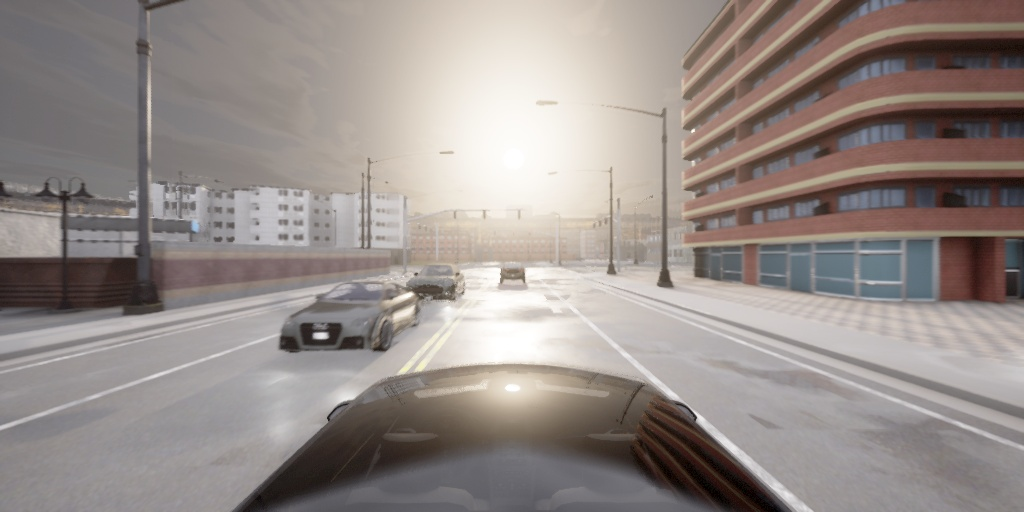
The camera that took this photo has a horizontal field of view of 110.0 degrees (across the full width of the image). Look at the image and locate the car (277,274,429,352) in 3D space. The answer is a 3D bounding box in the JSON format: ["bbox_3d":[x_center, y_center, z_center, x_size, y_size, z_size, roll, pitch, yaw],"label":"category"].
[{"bbox_3d":[-3.596,1.309,8.732,1.994,1.385,4.181,0,0,0],"label":"car"}]

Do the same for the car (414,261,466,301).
[{"bbox_3d":[-3.499,1.138,17.198,2.097,1.767,4.553,0,0,0],"label":"car"}]

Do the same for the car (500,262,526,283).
[{"bbox_3d":[0.074,1.190,27.297,1.882,1.535,5.008,0,0,0],"label":"car"}]
